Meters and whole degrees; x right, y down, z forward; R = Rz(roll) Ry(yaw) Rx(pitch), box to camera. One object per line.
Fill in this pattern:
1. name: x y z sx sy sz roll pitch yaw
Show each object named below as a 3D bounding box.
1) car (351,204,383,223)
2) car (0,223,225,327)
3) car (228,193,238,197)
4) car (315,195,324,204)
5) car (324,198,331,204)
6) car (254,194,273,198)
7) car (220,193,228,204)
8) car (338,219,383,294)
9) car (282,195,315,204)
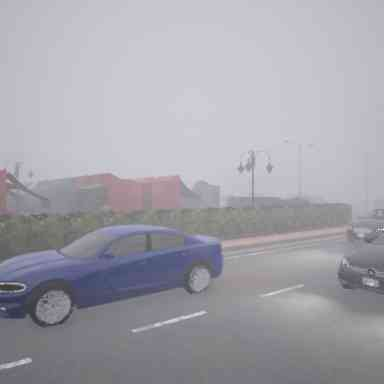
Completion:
1. car: 8.785 1.495 14.834 4.902 1.511 2.128 0 0 -36
2. car: -1.543 1.478 7.213 5.008 1.535 1.882 0 0 -36
3. car: 8.525 1.219 81.928 1.932 1.855 4.605 0 0 -36
4. car: 16.122 1.425 47.245 1.784 1.438 3.905 0 0 -36
5. car: 18.463 1.457 48.948 1.970 1.475 3.806 0 0 -36
6. car: 14.242 1.459 64.553 1.970 1.475 3.806 0 0 -36
7. car: 6.153 1.222 80.269 1.905 1.878 3.866 0 0 -36
8. car: 5.422 1.527 8.000 4.674 1.442 1.812 0 0 -36
9. car: 13.981 1.215 45.626 1.932 1.855 4.605 0 0 -36
